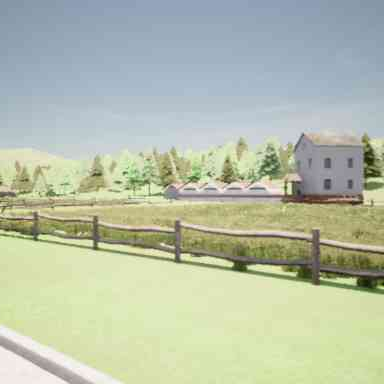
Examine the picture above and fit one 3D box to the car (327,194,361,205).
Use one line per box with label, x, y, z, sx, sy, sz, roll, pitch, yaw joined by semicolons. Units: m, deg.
car;22.730;1.224;49.849;4.605;1.855;1.932;0;0;35
